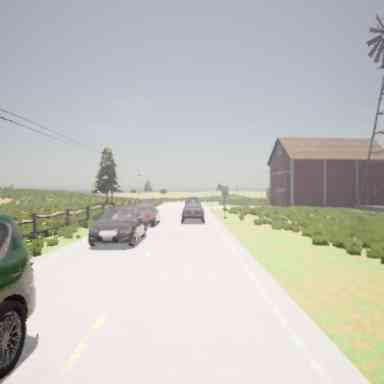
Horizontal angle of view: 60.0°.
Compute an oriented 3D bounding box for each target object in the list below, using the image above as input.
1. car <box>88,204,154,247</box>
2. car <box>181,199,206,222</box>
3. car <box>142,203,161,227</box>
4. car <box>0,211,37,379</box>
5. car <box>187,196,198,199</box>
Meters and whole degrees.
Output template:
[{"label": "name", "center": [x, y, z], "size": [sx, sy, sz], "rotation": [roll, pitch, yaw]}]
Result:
[{"label": "car", "center": [-3.194, 1.491, 15.037], "size": [2.128, 1.511, 4.902], "rotation": [0, 0, 0]}, {"label": "car", "center": [0.086, 1.550, 26.209], "size": [2.033, 1.411, 5.357], "rotation": [0, 0, 0]}, {"label": "car", "center": [-3.229, 1.524, 22.870], "size": [1.812, 1.442, 4.674], "rotation": [0, 0, 1]}, {"label": "car", "center": [-3.300, 1.221, 2.544], "size": [2.150, 2.045, 5.566], "rotation": [0, 0, 0]}, {"label": "car", "center": [0.119, 1.356, 45.807], "size": [2.097, 1.767, 4.553], "rotation": [0, 0, 0]}]
